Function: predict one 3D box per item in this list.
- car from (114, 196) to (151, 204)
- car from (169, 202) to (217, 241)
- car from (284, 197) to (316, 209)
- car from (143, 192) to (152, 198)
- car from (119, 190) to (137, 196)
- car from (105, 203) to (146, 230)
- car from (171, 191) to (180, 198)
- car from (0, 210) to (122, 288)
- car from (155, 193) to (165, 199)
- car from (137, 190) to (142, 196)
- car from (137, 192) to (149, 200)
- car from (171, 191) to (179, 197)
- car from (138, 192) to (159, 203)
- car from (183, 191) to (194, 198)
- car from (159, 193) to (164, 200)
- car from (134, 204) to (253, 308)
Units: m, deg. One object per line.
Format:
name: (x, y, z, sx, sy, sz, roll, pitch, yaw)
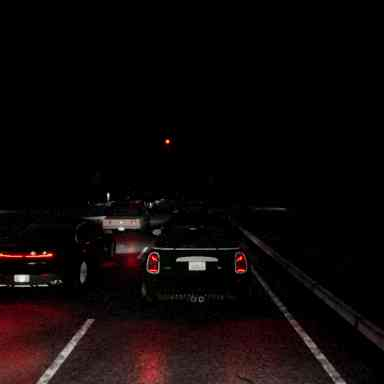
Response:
car: (-5.819, 1.355, 29.251, 1.994, 1.385, 4.181, 0, 0, 25)
car: (0.057, 1.388, 17.237, 2.128, 1.511, 4.902, 0, 0, 1)
car: (13.704, 1.252, 39.212, 5.357, 1.411, 2.033, 0, 1, -3)
car: (-11.085, 0.749, 83.705, 1.812, 1.442, 4.674, 0, 1, -2)
car: (-10.707, 0.928, 53.818, 2.097, 1.767, 4.553, 0, 0, 0)
car: (-3.439, 1.487, 18.413, 1.895, 1.301, 4.718, 0, 1, 0)
car: (-4.157, 0.681, 85.345, 1.882, 1.535, 5.008, 0, 1, -4)
car: (-3.417, 1.468, 9.093, 1.837, 1.490, 4.892, 0, 0, 0)
car: (-7.318, 0.870, 76.462, 2.033, 1.411, 5.357, 0, 1, -1)
car: (-10.694, 0.709, 63.259, 2.150, 2.045, 5.566, 0, 1, 0)
car: (-10.747, 0.894, 73.484, 2.128, 1.511, 4.902, 0, 1, -1)
car: (-4.937, 0.541, 95.504, 1.837, 1.490, 4.892, 0, 1, -7)
car: (-7.211, 1.105, 55.967, 2.033, 1.411, 5.357, 0, 1, 0)
car: (-0.698, 0.707, 86.045, 1.812, 1.442, 4.674, 0, 1, -4)
car: (-7.185, 1.005, 66.035, 2.033, 1.411, 5.357, 0, 1, 1)
car: (0.087, 1.323, 8.041, 2.097, 1.767, 4.553, 0, 0, 0)
